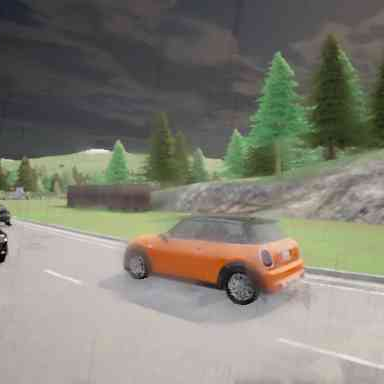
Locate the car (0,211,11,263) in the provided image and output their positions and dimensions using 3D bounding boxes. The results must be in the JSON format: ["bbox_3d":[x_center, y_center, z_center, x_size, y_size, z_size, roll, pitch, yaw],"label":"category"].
[{"bbox_3d":[-7.663,1.520,11.069,2.128,1.511,4.902,0,0,-45],"label":"car"}]

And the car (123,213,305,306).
[{"bbox_3d":[0.336,1.361,8.363,4.553,1.767,2.097,0,0,39],"label":"car"}]

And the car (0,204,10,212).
[{"bbox_3d":[-14.041,1.561,23.104,1.837,1.490,4.892,0,0,-42],"label":"car"}]
